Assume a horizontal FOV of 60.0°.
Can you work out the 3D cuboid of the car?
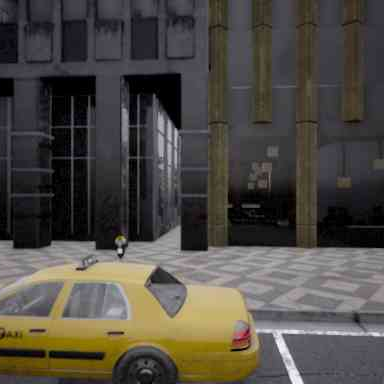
[{"bbox_3d":[-1.618,1.523,4.338,4.829,1.417,1.752,0,0,4],"label":"car"}]
